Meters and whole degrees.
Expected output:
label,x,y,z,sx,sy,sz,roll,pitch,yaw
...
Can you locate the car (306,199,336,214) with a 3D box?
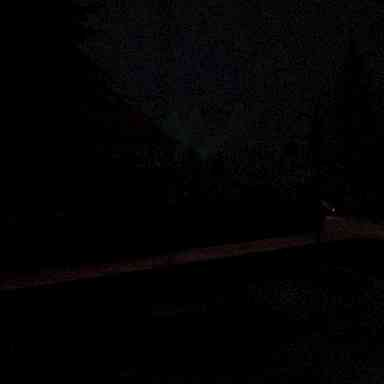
label,x,y,z,sx,sy,sz,roll,pitch,yaw
car,11.280,1.363,31.585,1.812,1.442,4.674,0,0,-36
